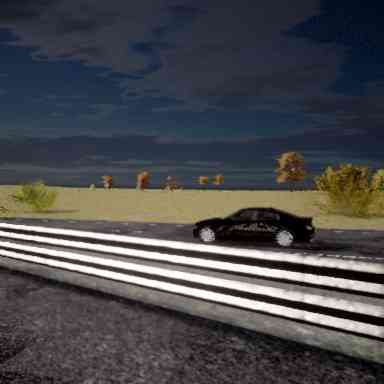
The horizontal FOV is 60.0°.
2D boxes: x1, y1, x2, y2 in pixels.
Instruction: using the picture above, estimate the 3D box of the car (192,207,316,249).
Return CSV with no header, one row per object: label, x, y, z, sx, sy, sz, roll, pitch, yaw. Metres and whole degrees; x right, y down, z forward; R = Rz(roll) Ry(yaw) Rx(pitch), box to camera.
car,2.462,1.372,13.815,5.008,1.535,1.882,0,0,21
